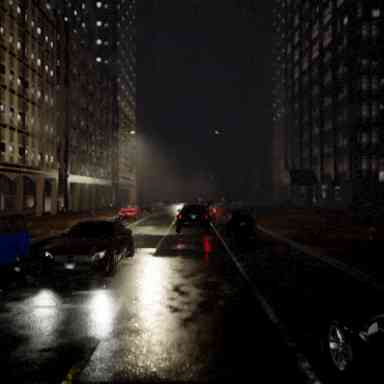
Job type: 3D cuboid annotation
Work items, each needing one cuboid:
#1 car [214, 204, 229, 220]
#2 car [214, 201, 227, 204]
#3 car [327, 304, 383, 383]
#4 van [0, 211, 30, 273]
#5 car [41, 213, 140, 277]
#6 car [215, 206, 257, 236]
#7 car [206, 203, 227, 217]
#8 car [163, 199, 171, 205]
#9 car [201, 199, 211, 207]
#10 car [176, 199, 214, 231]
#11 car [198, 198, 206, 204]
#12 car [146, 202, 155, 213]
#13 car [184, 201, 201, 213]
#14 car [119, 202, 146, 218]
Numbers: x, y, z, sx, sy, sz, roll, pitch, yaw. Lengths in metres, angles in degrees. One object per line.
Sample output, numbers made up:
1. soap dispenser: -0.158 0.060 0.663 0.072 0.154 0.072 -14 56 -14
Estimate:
1. car: 2.671 1.811 25.300 1.802 1.307 4.206 -1 -1 0
2. car: 2.668 1.719 30.943 1.967 1.590 4.097 -1 -1 0
3. car: 2.681 1.592 2.730 1.947 1.339 4.313 -1 -1 0
4. van: -5.705 1.419 8.377 1.690 1.788 3.998 -1 -1 0
5. car: -3.054 1.624 10.693 1.812 1.442 4.674 0 -1 0
6. car: 2.674 1.744 19.657 1.947 1.339 4.313 -1 -1 0
7. car: 2.667 1.895 36.585 1.947 1.339 4.313 -1 -1 0
8. car: -5.731 2.227 76.068 2.008 1.369 4.403 -1 0 0
9. car: 2.654 2.105 64.968 1.752 1.417 4.829 -1 0 0
10. car: 0.087 1.551 22.093 2.097 1.767 4.553 0 -1 0
11. car: 2.645 2.318 87.368 1.887 1.381 4.507 -1 0 0
12. car: -5.717 1.946 42.221 1.947 1.339 4.313 -1 -1 0
13. car: 0.083 1.936 43.245 2.033 1.411 5.357 0 -1 0
14. car: -5.711 1.861 30.939 1.802 1.307 4.206 -1 -1 0
